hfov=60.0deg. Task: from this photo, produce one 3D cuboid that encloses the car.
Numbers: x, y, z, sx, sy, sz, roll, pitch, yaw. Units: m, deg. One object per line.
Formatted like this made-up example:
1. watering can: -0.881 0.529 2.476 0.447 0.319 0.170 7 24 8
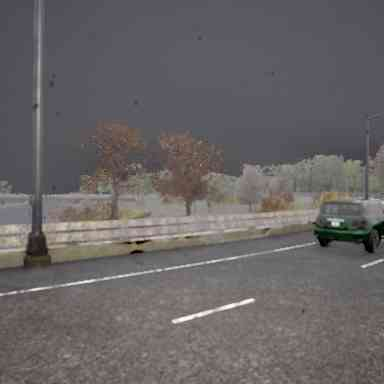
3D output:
1. car: 7.521 1.357 14.759 5.566 2.045 2.150 1 0 -43
